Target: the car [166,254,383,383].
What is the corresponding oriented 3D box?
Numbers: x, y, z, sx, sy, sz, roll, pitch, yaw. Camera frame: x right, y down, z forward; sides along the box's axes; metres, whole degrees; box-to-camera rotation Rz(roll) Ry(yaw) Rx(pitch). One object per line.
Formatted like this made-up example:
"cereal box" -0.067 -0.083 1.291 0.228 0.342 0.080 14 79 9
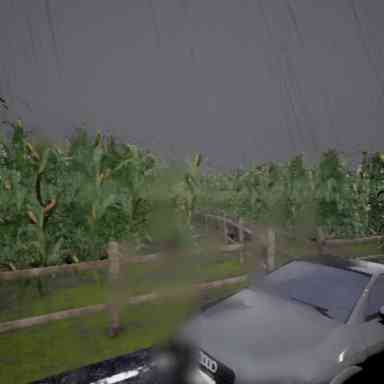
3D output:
"car" 1.781 1.558 4.161 4.181 1.385 1.994 0 0 -34
